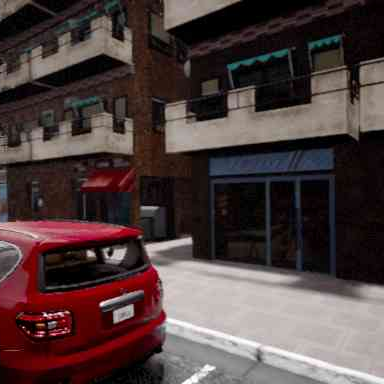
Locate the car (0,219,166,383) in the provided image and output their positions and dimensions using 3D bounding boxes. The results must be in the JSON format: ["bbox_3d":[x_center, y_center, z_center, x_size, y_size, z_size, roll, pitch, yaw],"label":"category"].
[{"bbox_3d":[-2.640,1.322,4.774,5.009,1.841,2.192,0,-1,36],"label":"car"}]
